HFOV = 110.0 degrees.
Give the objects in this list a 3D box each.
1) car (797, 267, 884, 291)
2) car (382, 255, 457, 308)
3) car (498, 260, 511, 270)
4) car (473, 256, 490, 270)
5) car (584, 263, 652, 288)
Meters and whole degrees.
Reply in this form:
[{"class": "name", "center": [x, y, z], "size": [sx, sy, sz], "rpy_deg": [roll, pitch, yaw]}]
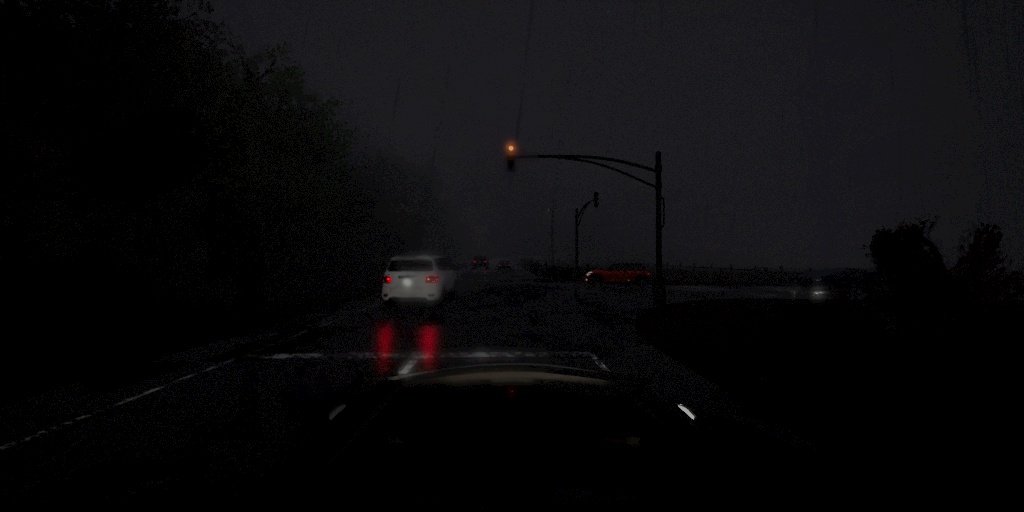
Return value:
[{"class": "car", "center": [22.371, 1.532, 24.540], "size": [5.008, 1.535, 1.882], "rpy_deg": [1, -1, -1]}, {"class": "car", "center": [-3.722, 0.977, 15.275], "size": [2.150, 2.045, 5.566], "rpy_deg": [0, 0, -1]}, {"class": "car", "center": [-1.072, 1.301, 51.349], "size": [2.033, 1.411, 5.357], "rpy_deg": [0, 0, -1]}, {"class": "car", "center": [-4.634, 0.975, 54.025], "size": [2.150, 2.045, 5.566], "rpy_deg": [0, 0, -1]}, {"class": "car", "center": [7.495, 1.266, 25.588], "size": [4.553, 1.767, 2.097], "rpy_deg": [0, -1, 16]}]
